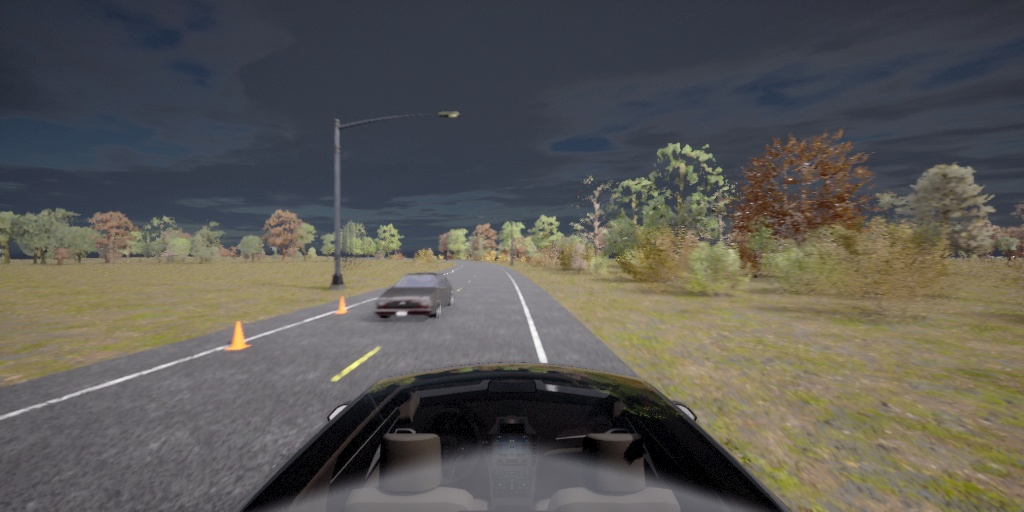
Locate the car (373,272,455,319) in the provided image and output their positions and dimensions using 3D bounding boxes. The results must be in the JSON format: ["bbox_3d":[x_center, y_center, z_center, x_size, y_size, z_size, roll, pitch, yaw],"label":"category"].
[{"bbox_3d":[-3.292,1.317,13.206,2.033,1.411,5.357,0,0,-1],"label":"car"}]

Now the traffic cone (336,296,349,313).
[{"bbox_3d":[-6.111,1.737,12.915,0.340,0.580,0.340,0,0,-1],"label":"traffic cone"}]

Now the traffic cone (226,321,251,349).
[{"bbox_3d":[-6.054,1.734,7.940,0.340,0.580,0.340,0,0,0],"label":"traffic cone"}]
